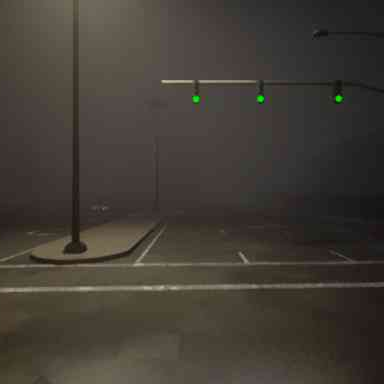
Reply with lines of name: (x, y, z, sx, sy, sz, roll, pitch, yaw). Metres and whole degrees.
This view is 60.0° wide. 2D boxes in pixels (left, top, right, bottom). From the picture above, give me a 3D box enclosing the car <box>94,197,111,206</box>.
car: (-14.867, 1.521, 55.531, 1.882, 1.535, 5.008, 0, 1, 0)
